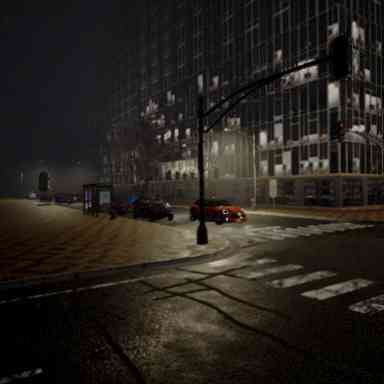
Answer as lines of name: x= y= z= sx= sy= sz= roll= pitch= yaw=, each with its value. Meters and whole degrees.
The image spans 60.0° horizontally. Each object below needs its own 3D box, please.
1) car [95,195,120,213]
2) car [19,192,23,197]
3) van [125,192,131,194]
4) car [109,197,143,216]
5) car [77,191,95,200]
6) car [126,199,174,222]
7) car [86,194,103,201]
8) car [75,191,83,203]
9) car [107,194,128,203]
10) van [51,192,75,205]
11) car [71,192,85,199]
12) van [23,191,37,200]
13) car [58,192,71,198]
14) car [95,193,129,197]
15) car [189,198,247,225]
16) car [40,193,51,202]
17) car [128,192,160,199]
car: x=-9.375 y=1.352 z=34.755 sx=1.947 sy=1.339 sz=4.313 roll=0 pitch=1 yaw=-34
car: x=-38.182 y=0.747 z=77.021 sx=1.967 sy=1.590 sz=4.097 roll=0 pitch=1 yaw=-34
van: x=-8.822 y=0.905 z=48.893 sx=1.690 sy=1.788 sz=3.998 roll=0 pitch=1 yaw=-34
car: x=-6.218 y=1.421 z=30.030 sx=1.802 sy=1.307 sz=4.206 roll=0 pitch=1 yaw=-34
car: x=-21.645 y=0.665 z=67.666 sx=2.192 sy=1.841 sz=5.009 roll=0 pitch=1 yaw=-34
car: x=-3.026 y=1.456 z=25.325 sx=1.947 sy=1.339 sz=4.313 roll=0 pitch=1 yaw=-34
car: x=-18.439 y=0.986 z=62.976 sx=1.802 sy=1.307 sz=4.206 roll=0 pitch=1 yaw=-34
car: x=-18.230 y=0.916 z=52.554 sx=2.097 sy=1.767 sz=4.553 roll=-1 pitch=1 yaw=-34
car: x=-12.027 y=1.093 z=53.589 sx=1.802 sy=1.307 sz=4.206 roll=0 pitch=1 yaw=-34
van: x=-18.947 y=0.971 z=48.861 sx=1.690 sy=1.788 sz=3.998 roll=0 pitch=1 yaw=-34
car: x=-24.851 y=0.736 z=72.360 sx=1.967 sy=1.590 sz=4.097 roll=0 pitch=1 yaw=-34
van: x=-34.976 y=0.702 z=72.327 sx=1.690 sy=1.788 sz=3.998 roll=0 pitch=1 yaw=-34
car: x=-31.262 y=0.739 z=81.748 sx=2.008 sy=1.369 sz=4.403 roll=0 pitch=1 yaw=-34
car: x=-9.682 y=1.214 z=39.895 sx=1.837 sy=1.490 sz=4.892 roll=-1 pitch=1 yaw=-34
car: x=1.729 y=1.244 z=23.167 sx=2.097 sy=1.767 sz=4.553 roll=-1 pitch=1 yaw=-34
car: x=-25.359 y=1.074 z=58.250 sx=2.008 sy=1.369 sz=4.403 roll=0 pitch=1 yaw=-34
car: x=-3.847 y=1.155 z=31.331 sx=2.097 sy=1.767 sz=4.553 roll=-1 pitch=1 yaw=-34
